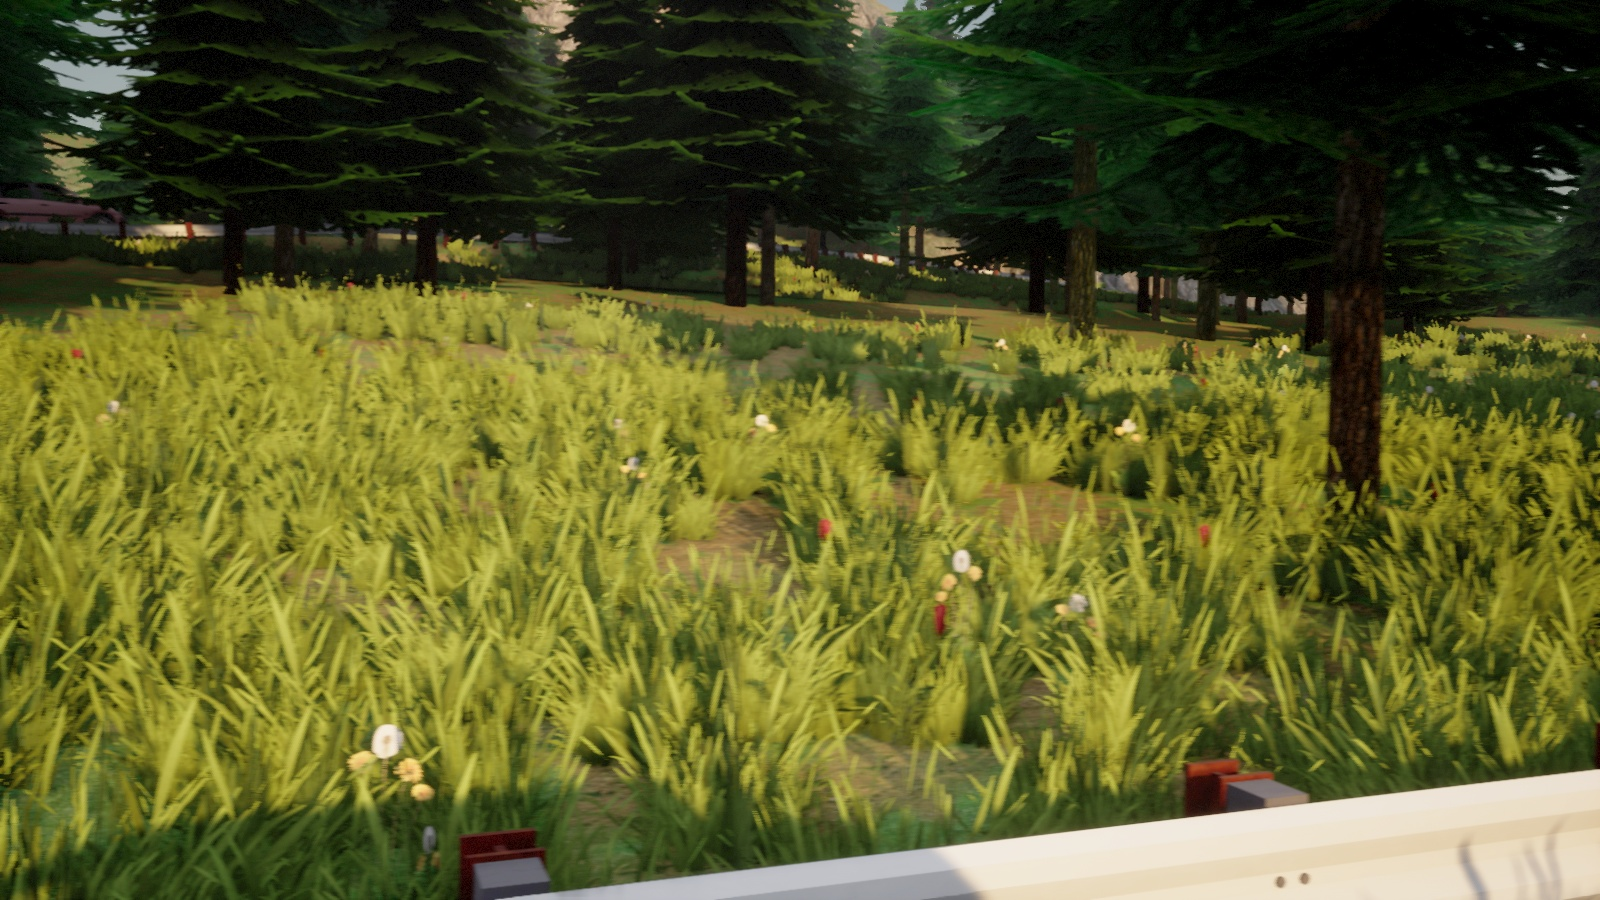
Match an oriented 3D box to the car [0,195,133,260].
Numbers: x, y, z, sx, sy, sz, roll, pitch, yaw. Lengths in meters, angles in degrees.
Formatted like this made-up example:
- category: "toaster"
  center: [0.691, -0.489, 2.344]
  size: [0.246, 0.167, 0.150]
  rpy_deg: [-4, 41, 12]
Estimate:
- category: "car"
  center: [-21.900, -6.507, 36.760]
  size: [3.988, 1.617, 1.851]
  rpy_deg: [-6, 4, -30]
